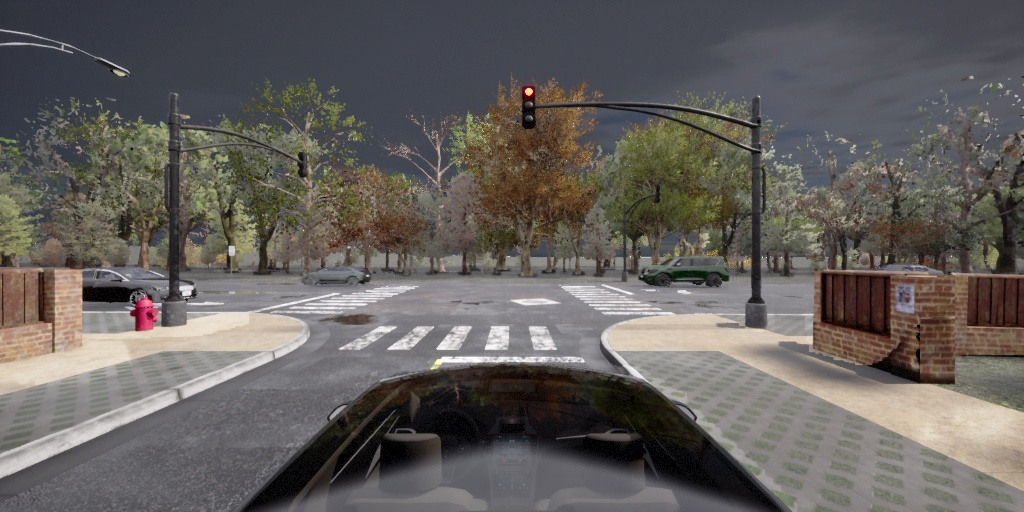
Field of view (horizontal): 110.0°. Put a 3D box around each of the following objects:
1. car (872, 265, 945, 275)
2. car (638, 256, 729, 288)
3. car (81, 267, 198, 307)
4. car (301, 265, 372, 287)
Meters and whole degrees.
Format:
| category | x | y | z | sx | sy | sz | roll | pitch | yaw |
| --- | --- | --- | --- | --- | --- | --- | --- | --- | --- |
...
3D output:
| category | x | y | z | sx | sy | sz | roll | pitch | yaw |
| --- | --- | --- | --- | --- | --- | --- | --- | --- | --- |
| car | 25.803 | 1.343 | 23.958 | 4.902 | 1.511 | 2.128 | 0 | 0 | 0 |
| car | 11.421 | 1.024 | 23.950 | 5.566 | 2.045 | 2.150 | 0 | 0 | -1 |
| car | -15.117 | 1.183 | 13.965 | 4.902 | 1.511 | 2.128 | 0 | 0 | 0 |
| car | -11.614 | 1.281 | 23.922 | 4.181 | 1.385 | 1.994 | 0 | 0 | 0 |
